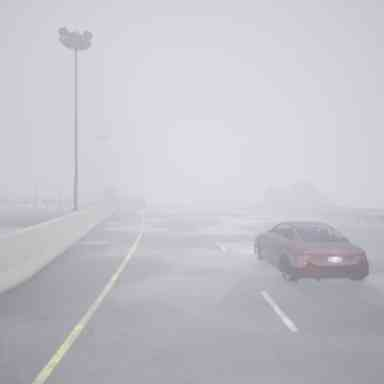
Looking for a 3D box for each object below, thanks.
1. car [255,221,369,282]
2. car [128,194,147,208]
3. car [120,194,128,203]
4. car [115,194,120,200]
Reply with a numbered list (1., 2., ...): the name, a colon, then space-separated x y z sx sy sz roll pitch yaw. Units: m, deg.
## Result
1. car: 3.195 1.521 9.691 1.994 1.385 4.181 0 0 -3
2. car: -7.493 1.327 46.402 1.882 1.535 5.008 0 0 -15
3. car: -11.971 1.155 64.624 2.097 1.767 4.553 0 0 -21
4. car: -17.141 1.164 76.700 2.033 1.411 5.357 0 0 -26
